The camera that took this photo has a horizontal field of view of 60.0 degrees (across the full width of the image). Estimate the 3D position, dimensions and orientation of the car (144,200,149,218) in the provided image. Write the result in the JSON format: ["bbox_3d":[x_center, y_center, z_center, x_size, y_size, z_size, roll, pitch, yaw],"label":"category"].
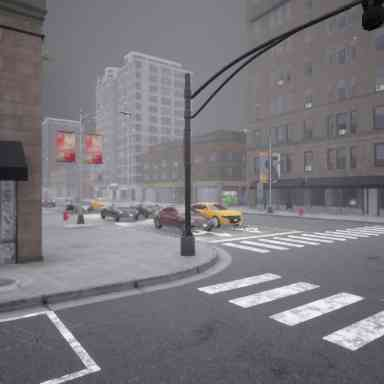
[{"bbox_3d":[-4.178,1.485,30.065,1.812,1.442,4.674,0,0,-36],"label":"car"}]

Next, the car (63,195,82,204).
[{"bbox_3d":[-21.687,1.408,60.202,1.837,1.490,4.892,0,0,-36],"label":"car"}]

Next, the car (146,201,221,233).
[{"bbox_3d":[-0.646,1.505,19.615,1.812,1.442,4.674,0,0,-35],"label":"car"}]

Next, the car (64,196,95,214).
[{"bbox_3d":[-12.047,1.443,35.406,2.128,1.511,4.902,0,0,-36],"label":"car"}]

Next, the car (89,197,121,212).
[{"bbox_3d":[-10.114,1.422,38.286,1.882,1.535,5.008,0,0,-36],"label":"car"}]

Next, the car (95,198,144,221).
[{"bbox_3d":[-5.967,1.492,26.989,1.812,1.442,4.674,0,0,-36],"label":"car"}]

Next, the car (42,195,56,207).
[{"bbox_3d":[-21.397,1.285,48.517,2.097,1.767,4.553,0,0,-36],"label":"car"}]

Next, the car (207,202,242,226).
[{"bbox_3d":[1.265,1.451,22.502,1.882,1.535,5.008,0,0,-35],"label":"car"}]
